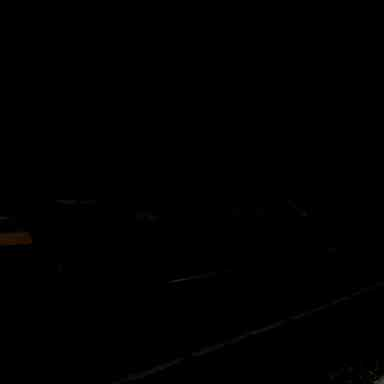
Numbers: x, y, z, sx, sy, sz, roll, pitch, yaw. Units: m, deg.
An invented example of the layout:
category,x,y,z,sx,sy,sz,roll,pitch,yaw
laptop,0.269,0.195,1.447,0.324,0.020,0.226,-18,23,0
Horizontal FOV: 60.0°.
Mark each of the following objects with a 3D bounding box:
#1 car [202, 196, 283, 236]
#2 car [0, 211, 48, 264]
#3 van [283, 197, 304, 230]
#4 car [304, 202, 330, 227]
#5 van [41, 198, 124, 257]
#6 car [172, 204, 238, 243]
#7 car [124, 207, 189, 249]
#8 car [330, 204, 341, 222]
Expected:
category,x,y,z,sx,sy,sz,roll,pitch,yaw
car,1.764,1.220,18.104,2.435,2.045,5.566,0,0,-38
car,-6.661,1.491,11.358,1.946,1.575,5.366,0,0,-36
van,3.994,1.231,19.712,1.878,1.987,4.442,0,0,-39
car,6.054,1.318,21.551,2.185,1.767,4.553,0,0,-39
van,-4.650,1.266,13.234,1.878,1.987,4.442,0,0,-37
car,-0.334,1.510,16.363,2.163,1.488,4.792,0,0,-38
car,-2.417,1.527,14.780,2.002,1.452,4.674,0,0,-37
car,8.228,1.429,23.244,2.231,1.521,4.892,0,0,-39
